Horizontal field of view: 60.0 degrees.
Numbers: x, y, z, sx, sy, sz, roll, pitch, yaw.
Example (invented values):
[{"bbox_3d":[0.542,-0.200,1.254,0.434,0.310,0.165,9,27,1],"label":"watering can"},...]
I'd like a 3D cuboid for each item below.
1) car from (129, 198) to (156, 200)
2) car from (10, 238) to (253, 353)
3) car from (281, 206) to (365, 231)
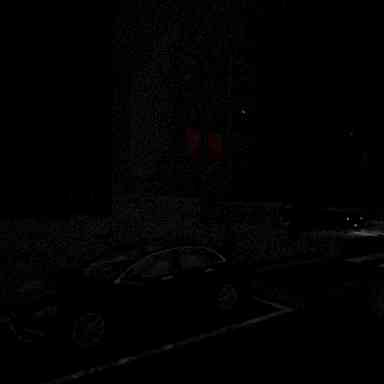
[{"bbox_3d":[-6.141,0.916,40.509,1.895,1.301,4.718,1,1,-35],"label":"car"},{"bbox_3d":[-0.817,1.571,6.065,4.403,1.369,2.008,1,0,-36],"label":"car"},{"bbox_3d":[7.984,1.533,20.593,1.895,1.301,4.718,1,1,-35],"label":"car"}]
